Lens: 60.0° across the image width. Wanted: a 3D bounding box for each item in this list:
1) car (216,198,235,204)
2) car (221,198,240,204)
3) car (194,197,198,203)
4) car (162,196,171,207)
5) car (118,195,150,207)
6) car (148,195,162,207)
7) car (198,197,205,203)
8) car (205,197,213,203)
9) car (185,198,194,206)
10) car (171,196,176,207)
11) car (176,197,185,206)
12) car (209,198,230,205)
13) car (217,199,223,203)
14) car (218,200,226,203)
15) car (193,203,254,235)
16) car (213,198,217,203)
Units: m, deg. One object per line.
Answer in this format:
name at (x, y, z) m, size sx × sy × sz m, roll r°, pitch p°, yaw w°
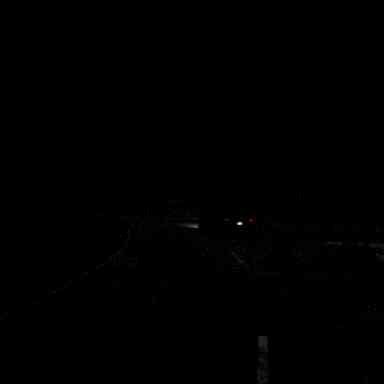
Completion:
car at (9.175, 2.532, 90.827) m, size 5.008 × 1.535 × 2.097 m, roll 1°, pitch 0°, yaw 12°
car at (10.745, 2.556, 93.358) m, size 5.008 × 1.535 × 2.097 m, roll 1°, pitch 0°, yaw 12°
car at (-1.575, 2.164, 73.028) m, size 4.553 × 1.767 × 2.185 m, roll 1°, pitch 0°, yaw 10°
car at (-7.495, 1.711, 62.730) m, size 5.566 × 2.045 × 2.435 m, roll 2°, pitch -1°, yaw 9°
car at (-10.430, 1.774, 57.534) m, size 4.892 × 1.521 × 2.231 m, roll 2°, pitch -1°, yaw 9°
car at (-9.009, 1.615, 60.139) m, size 5.566 × 2.045 × 2.435 m, roll 2°, pitch -1°, yaw 9°
car at (-0.129, 2.376, 75.597) m, size 4.792 × 1.488 × 2.163 m, roll 1°, pitch 0°, yaw 10°
car at (1.397, 2.144, 78.155) m, size 5.566 × 2.045 × 2.435 m, roll 1°, pitch 0°, yaw 11°
car at (-3.070, 1.970, 70.466) m, size 5.566 × 2.045 × 2.435 m, roll 1°, pitch -1°, yaw 10°
car at (-6.095, 1.928, 65.316) m, size 4.553 × 1.767 × 2.185 m, roll 2°, pitch -1°, yaw 9°
car at (-4.780, 2.134, 67.909) m, size 5.366 × 1.575 × 1.946 m, roll 2°, pitch -1°, yaw 10°
car at (7.419, 2.503, 88.346) m, size 5.366 × 1.575 × 1.946 m, roll 1°, pitch 0°, yaw 12°
car at (4.496, 2.464, 83.242) m, size 5.008 × 1.535 × 2.097 m, roll 1°, pitch 0°, yaw 11°
car at (7.276, 2.696, 63.667) m, size 1.895 × 1.301 × 4.718 m, roll 2°, pitch 0°, yaw 30°
car at (1.776, 1.538, 18.510) m, size 1.994 × 1.385 × 4.181 m, roll 3°, pitch -1°, yaw -17°
car at (2.946, 2.436, 80.710) m, size 4.892 × 1.521 × 2.231 m, roll 1°, pitch -1°, yaw 11°
